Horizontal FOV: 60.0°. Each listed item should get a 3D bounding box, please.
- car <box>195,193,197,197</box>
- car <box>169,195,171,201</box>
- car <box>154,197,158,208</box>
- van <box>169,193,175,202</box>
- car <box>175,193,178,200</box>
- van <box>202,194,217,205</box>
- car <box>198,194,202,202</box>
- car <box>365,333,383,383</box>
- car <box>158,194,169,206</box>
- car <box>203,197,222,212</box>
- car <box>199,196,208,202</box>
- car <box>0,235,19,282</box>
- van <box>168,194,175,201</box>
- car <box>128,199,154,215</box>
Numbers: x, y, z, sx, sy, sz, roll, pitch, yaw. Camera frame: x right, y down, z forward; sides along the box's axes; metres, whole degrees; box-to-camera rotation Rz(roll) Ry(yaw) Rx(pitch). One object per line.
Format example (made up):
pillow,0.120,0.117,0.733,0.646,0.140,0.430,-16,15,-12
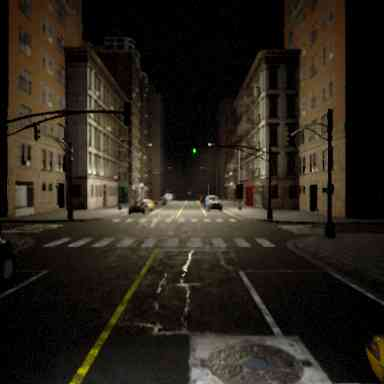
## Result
car,2.651,1.609,93.388,1.887,1.381,4.507,0,0,0
car,-5.416,1.566,60.779,1.752,1.417,4.829,0,0,0
car,-5.395,1.552,39.154,1.752,1.417,4.829,0,0,0
van,-5.432,1.394,77.167,1.690,1.788,3.998,0,0,0
car,-5.437,1.371,82.573,2.192,1.841,5.009,0,0,0
van,2.640,1.371,44.732,1.690,1.788,3.998,0,0,0
car,2.644,1.356,60.950,2.192,1.841,5.009,0,0,0
car,2.639,1.527,1.532,1.752,1.417,4.829,0,0,0
car,-5.411,1.478,55.543,1.967,1.590,4.097,0,0,0
car,2.639,1.577,39.325,2.008,1.369,4.403,0,0,0
car,2.647,1.578,77.338,1.752,1.417,4.829,0,0,0
car,-5.387,1.556,7.042,2.008,1.369,4.403,0,0,0
van,-5.442,1.401,87.980,1.690,1.788,3.998,0,0,0
car,-5.390,1.574,33.918,2.008,1.369,4.403,0,0,0
